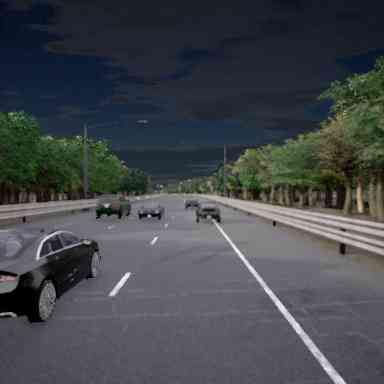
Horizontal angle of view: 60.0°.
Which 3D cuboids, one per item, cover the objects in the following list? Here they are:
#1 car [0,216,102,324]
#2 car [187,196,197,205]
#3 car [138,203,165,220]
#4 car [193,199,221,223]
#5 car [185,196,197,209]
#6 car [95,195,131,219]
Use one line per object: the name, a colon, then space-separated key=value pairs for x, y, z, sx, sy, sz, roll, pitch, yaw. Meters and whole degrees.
car: x=-3.404 y=1.503 z=7.153 sx=2.128 sy=1.511 sz=4.902 roll=0 pitch=0 yaw=0
car: x=-0.025 y=1.611 z=63.219 sx=1.837 sy=1.490 sz=4.892 roll=0 pitch=0 yaw=0
car: x=-3.411 y=1.647 z=28.867 sx=1.895 sy=1.301 sz=4.718 roll=0 pitch=0 yaw=0
car: x=1.214 y=1.547 z=26.117 sx=1.837 sy=1.490 sz=4.892 roll=0 pitch=0 yaw=0
car: x=0.005 y=1.583 z=46.962 sx=1.837 sy=1.490 sz=4.892 roll=0 pitch=0 yaw=0
car: x=-6.911 y=1.269 z=29.636 sx=2.150 sy=2.045 sz=5.566 roll=0 pitch=0 yaw=0
